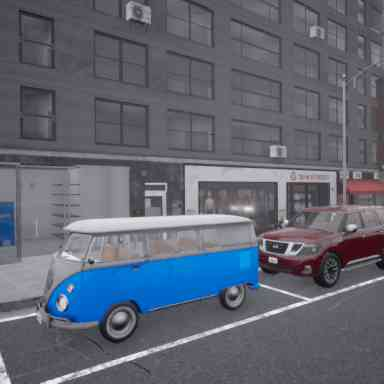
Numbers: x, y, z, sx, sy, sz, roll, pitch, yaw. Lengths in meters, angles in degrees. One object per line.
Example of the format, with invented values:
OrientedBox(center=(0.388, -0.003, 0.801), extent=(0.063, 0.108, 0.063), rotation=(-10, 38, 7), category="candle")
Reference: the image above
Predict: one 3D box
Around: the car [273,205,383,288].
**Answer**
OrientedBox(center=(3.974, 1.312, 9.420), extent=(5.009, 1.841, 2.192), rotation=(0, -1, -36), category="car")

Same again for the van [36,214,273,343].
OrientedBox(center=(-0.559, 1.340, 6.157), extent=(3.998, 1.788, 1.690), rotation=(0, -1, -36), category="van")
